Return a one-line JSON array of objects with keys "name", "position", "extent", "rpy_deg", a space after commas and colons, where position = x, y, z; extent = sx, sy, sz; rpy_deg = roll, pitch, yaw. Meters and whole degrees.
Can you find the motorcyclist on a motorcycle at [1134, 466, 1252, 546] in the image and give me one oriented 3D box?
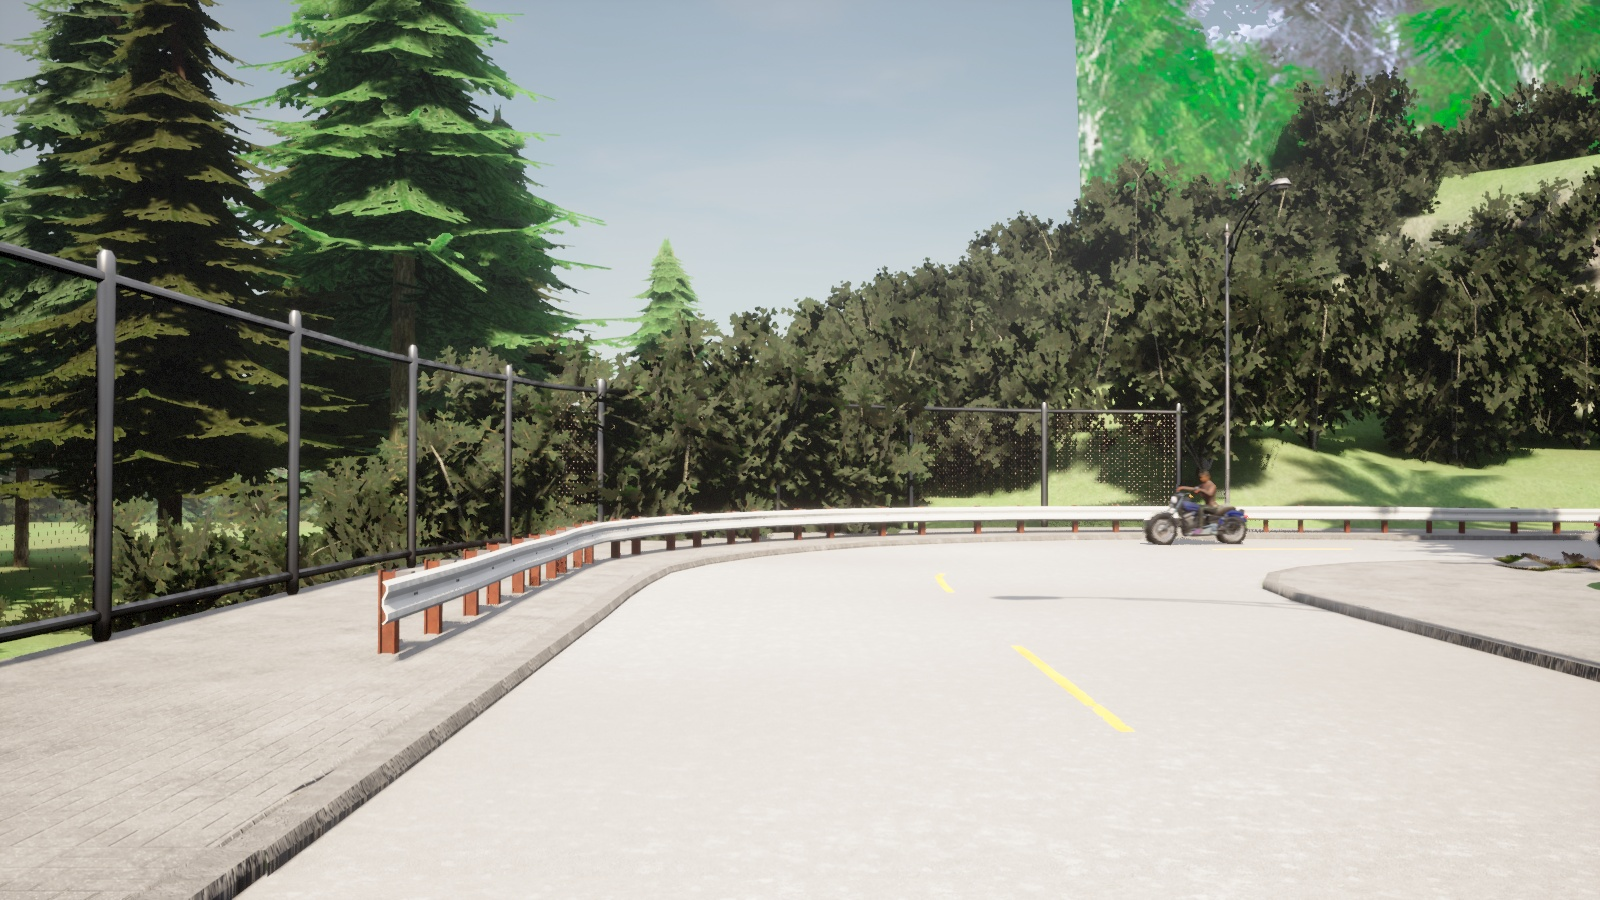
[{"name": "motorcyclist on a motorcycle", "position": [8.456, 1.186, 27.040], "extent": [2.350, 1.649, 0.766], "rpy_deg": [0, 0, -11]}]
